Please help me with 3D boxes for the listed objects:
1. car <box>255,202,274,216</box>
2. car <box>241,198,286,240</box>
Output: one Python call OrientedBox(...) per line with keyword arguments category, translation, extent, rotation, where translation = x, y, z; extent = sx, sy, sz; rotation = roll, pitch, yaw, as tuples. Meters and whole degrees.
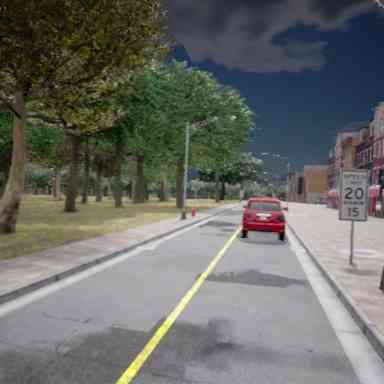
OrientedBox(category="car", translation=(8.208, 1.887, 37.592), extent=(1.994, 1.385, 4.181), rotation=(2, 0, 13))
OrientedBox(category="car", translation=(3.991, 1.367, 18.488), extent=(2.150, 2.045, 5.566), rotation=(2, 0, 13))
